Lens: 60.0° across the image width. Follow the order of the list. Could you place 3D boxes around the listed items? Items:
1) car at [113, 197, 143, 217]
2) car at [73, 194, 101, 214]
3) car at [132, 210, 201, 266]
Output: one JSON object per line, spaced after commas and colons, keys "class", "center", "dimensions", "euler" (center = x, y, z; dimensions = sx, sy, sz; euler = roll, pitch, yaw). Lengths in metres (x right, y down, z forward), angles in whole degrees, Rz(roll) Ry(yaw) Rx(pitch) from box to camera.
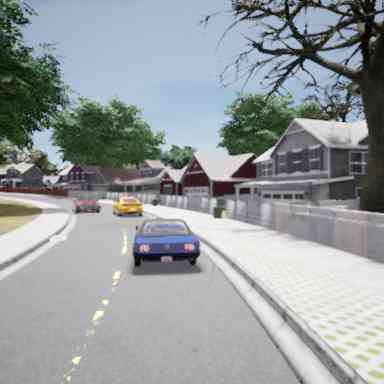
{"class": "car", "center": [-5.508, 1.176, 28.222], "dimensions": [1.882, 1.535, 5.008], "euler": [0, 1, -21]}
{"class": "car", "center": [-9.787, 0.991, 30.866], "dimensions": [2.097, 1.767, 4.553], "euler": [0, 1, -24]}
{"class": "car", "center": [-0.967, 1.508, 11.172], "dimensions": [1.895, 1.301, 4.718], "euler": [0, 1, -8]}
